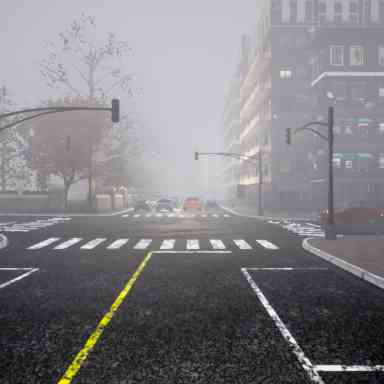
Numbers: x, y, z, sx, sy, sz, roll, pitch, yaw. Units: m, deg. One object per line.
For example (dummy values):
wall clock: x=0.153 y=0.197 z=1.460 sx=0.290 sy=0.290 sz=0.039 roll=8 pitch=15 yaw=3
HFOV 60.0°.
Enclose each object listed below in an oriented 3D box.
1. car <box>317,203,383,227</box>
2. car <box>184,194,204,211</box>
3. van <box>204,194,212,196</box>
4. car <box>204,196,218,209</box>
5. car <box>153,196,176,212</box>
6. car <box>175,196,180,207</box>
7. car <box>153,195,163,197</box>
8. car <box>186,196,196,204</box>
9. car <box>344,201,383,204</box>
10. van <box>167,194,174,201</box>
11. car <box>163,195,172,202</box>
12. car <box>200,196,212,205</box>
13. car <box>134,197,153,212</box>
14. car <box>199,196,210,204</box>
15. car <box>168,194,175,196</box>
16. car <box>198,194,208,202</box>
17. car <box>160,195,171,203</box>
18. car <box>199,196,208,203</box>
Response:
car: x=11.833 y=1.781 z=24.900 sx=4.674 sy=1.442 sz=1.812 roll=1 pitch=0 yaw=2
car: x=0.038 y=1.377 z=42.310 sx=2.097 sy=1.767 sz=4.553 roll=0 pitch=0 yaw=0
van: x=2.592 y=1.377 z=50.988 sx=1.690 sy=1.788 sz=3.998 roll=0 pitch=0 yaw=0
car: x=2.603 y=1.574 z=45.357 sx=1.887 sy=1.381 sz=4.507 roll=0 pitch=0 yaw=0
car: x=-3.171 y=1.548 z=39.117 sx=1.812 sy=1.442 sz=4.674 roll=0 pitch=0 yaw=0
car: x=-3.190 y=1.635 z=49.041 sx=1.895 sy=1.301 sz=4.718 roll=0 pitch=0 yaw=0
car: x=-5.788 y=1.561 z=50.801 sx=1.752 sy=1.417 sz=4.829 roll=0 pitch=0 yaw=0
car: x=-0.136 y=1.613 z=68.528 sx=2.033 sy=1.411 sz=5.357 roll=0 pitch=0 yaw=0
car: x=13.413 y=1.609 z=27.426 sx=5.009 sy=1.841 sz=2.192 roll=1 pitch=-1 yaw=-1
van: x=-5.869 y=1.453 z=90.382 sx=1.690 sy=1.788 sz=3.998 roll=0 pitch=0 yaw=0
car: x=-5.846 y=1.526 z=79.121 sx=1.967 sy=1.590 sz=4.097 roll=0 pitch=0 yaw=0
car: x=2.569 y=1.494 z=62.248 sx=1.967 sy=1.590 sz=4.097 roll=0 pitch=0 yaw=0
car: x=-5.766 y=1.589 z=39.710 sx=1.947 sy=1.339 sz=4.313 roll=0 pitch=0 yaw=0
car: x=2.557 y=1.615 z=67.878 sx=2.008 sy=1.369 sz=4.403 roll=0 pitch=0 yaw=0
car: x=-3.195 y=1.554 z=59.232 sx=1.837 sy=1.490 sz=4.892 roll=0 pitch=0 yaw=0
car: x=2.535 y=1.401 z=79.138 sx=2.192 sy=1.841 sz=5.009 roll=0 pitch=0 yaw=0
car: x=-5.835 y=1.515 z=73.492 sx=1.967 sy=1.590 sz=4.097 roll=0 pitch=0 yaw=0
car: x=2.546 y=1.619 z=73.508 sx=1.887 sy=1.381 sz=4.507 roll=0 pitch=0 yaw=0
